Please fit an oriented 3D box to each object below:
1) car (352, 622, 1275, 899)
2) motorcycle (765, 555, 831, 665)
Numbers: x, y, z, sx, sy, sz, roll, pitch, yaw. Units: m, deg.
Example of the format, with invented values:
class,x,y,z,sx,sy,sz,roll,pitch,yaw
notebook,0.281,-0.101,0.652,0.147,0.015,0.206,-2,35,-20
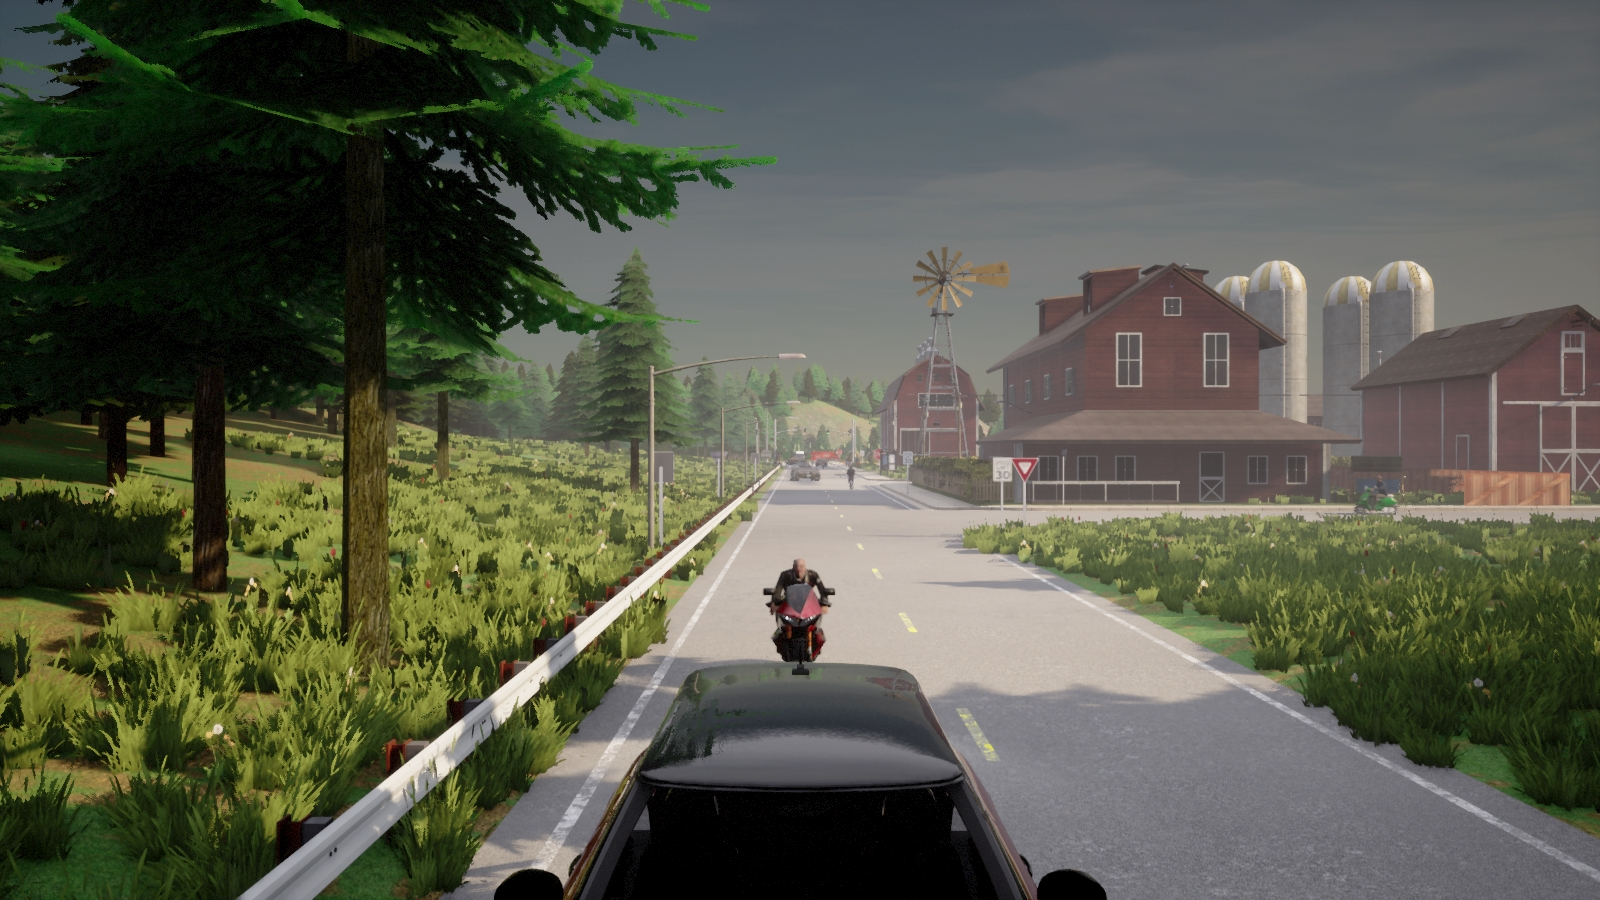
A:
class,x,y,z,sx,sy,sz,roll,pitch,yaw
car,0.033,1.906,4.501,2.097,1.767,4.553,0,0,0
motorcycle,-0.026,2.205,16.155,0.867,1.251,2.209,0,0,0
